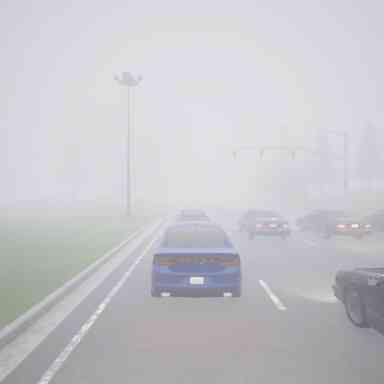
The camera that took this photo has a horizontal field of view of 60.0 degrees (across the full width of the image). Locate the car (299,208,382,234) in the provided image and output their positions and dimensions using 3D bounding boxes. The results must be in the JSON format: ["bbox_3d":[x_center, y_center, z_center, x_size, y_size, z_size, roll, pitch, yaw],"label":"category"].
[{"bbox_3d":[7.101,1.547,17.221,2.033,1.411,5.357,0,0,-3],"label":"car"}]

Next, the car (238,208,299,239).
[{"bbox_3d":[3.567,1.547,17.226,2.033,1.411,5.357,0,0,0],"label":"car"}]

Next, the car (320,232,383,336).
[{"bbox_3d":[3.596,1.548,3.900,2.033,1.411,5.357,0,0,0],"label":"car"}]

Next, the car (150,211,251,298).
[{"bbox_3d":[0.086,1.478,8.596,1.882,1.535,5.008,0,0,0],"label":"car"}]

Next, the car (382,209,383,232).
[{"bbox_3d":[10.537,1.547,17.081,2.033,1.411,5.357,0,0,2],"label":"car"}]

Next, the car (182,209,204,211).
[{"bbox_3d":[0.068,1.564,17.382,1.994,1.385,4.181,0,0,0],"label":"car"}]
